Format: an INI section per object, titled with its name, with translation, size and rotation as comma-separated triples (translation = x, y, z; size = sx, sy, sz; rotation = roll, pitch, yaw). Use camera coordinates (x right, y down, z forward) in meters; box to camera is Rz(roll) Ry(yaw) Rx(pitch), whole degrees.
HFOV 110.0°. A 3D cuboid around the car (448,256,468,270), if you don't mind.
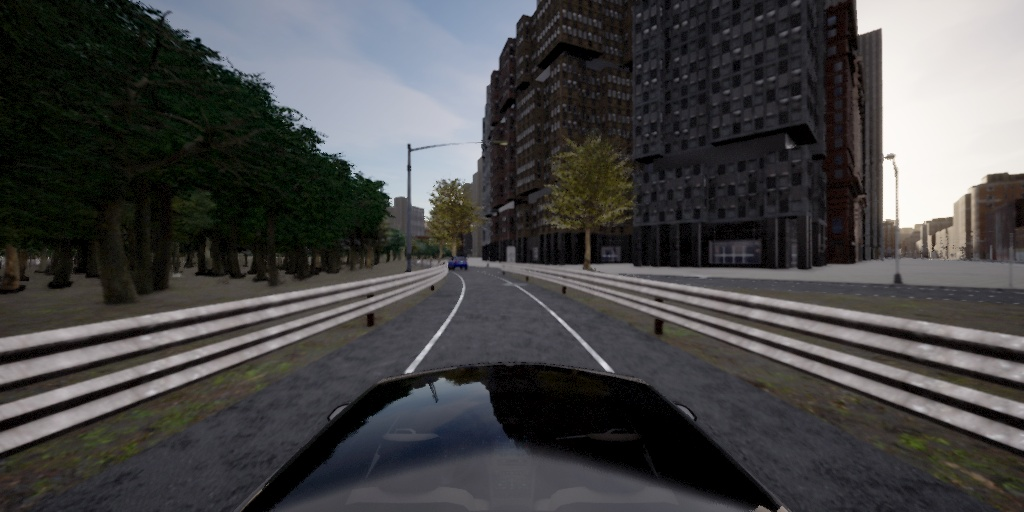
[car]
translation = -8.081, 1.045, 53.596
size = 2.150, 2.045, 5.566
rotation = 0, 0, -19
